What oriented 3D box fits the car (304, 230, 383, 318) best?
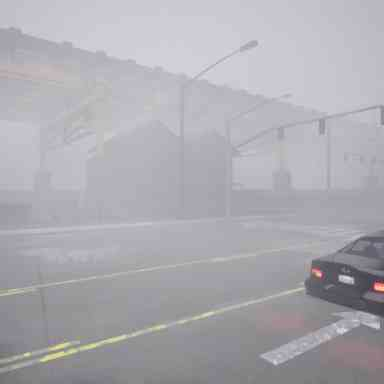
[{"bbox_3d":[4.692,1.543,7.133,5.357,1.411,2.033,0,0,-35],"label":"car"}]
